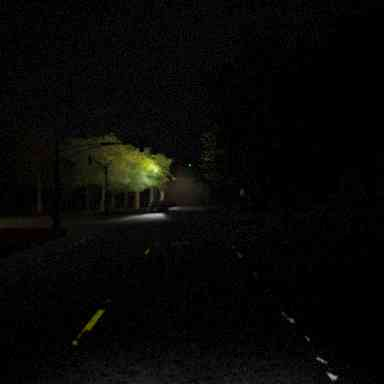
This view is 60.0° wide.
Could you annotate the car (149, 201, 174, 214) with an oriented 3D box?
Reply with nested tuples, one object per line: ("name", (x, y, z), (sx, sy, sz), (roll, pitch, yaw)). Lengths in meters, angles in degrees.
("car", (-4.259, 2.090, 44.065), (2.128, 1.511, 4.902), (0, 0, 8))

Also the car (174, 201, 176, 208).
("car", (-4.542, 2.793, 74.272), (1.837, 1.490, 4.892), (0, -2, -1))
